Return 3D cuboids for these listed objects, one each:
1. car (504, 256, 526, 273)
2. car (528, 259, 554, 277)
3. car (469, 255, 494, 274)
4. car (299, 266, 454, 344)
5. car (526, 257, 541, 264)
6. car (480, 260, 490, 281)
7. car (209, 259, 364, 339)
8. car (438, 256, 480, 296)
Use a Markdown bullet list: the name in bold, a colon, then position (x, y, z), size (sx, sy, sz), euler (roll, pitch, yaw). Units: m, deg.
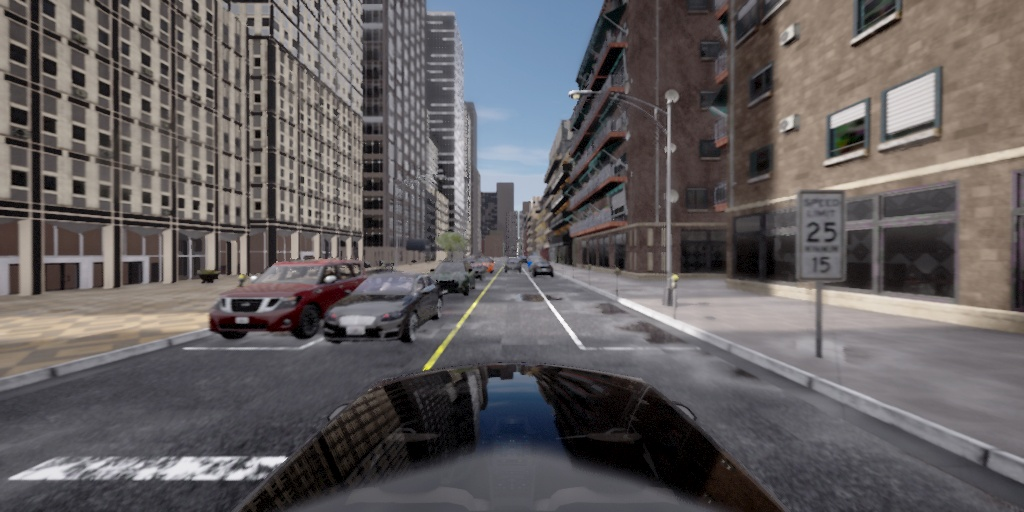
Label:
- **car**: position (0.120, 1.058, 39.594), size (2.128, 1.511, 4.902), euler (0, 0, 0)
- **car**: position (2.704, 1.166, 32.162), size (1.948, 1.339, 4.313), euler (0, 0, 0)
- **car**: position (-3.030, 0.924, 38.466), size (2.097, 1.767, 4.553), euler (0, 0, 1)
- **car**: position (-3.097, 1.202, 9.560), size (2.128, 1.511, 4.902), euler (0, 0, 0)
- **car**: position (2.707, 1.100, 37.855), size (1.751, 1.417, 4.829), euler (0, 0, 0)
- **car**: position (-3.080, 1.218, 28.451), size (1.895, 1.301, 4.718), euler (0, 0, 0)
- **car**: position (-5.687, 1.023, 10.076), size (2.192, 1.841, 5.009), euler (0, 0, 0)
- **car**: position (-3.090, 1.017, 18.731), size (2.097, 1.767, 4.553), euler (0, 0, 0)
